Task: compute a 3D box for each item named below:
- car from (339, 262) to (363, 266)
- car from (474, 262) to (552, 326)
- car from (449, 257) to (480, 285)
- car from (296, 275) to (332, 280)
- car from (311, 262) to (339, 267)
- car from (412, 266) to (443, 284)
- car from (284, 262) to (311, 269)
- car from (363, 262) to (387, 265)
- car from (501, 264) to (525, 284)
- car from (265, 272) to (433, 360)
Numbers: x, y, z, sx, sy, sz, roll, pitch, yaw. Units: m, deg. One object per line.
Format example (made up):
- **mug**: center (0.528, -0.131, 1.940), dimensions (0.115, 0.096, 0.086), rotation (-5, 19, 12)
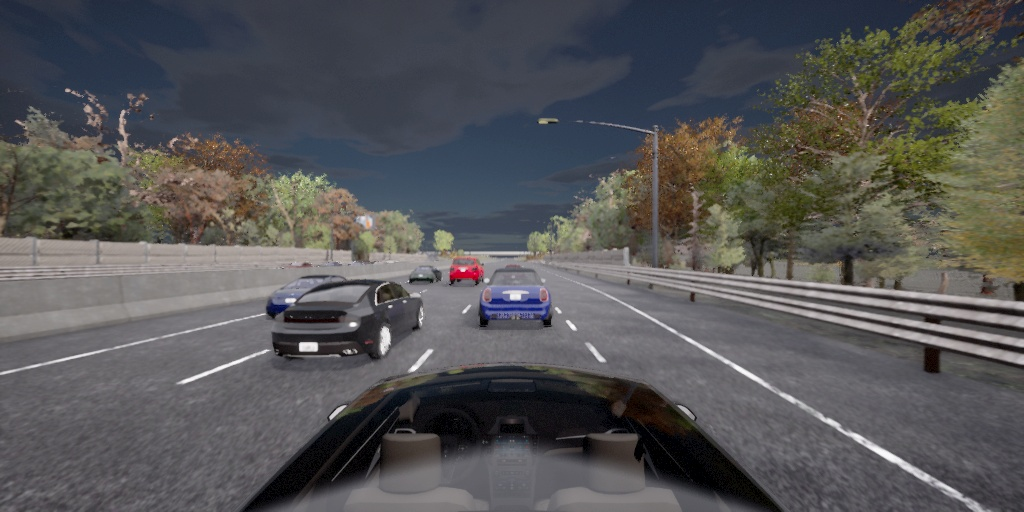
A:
- **car**: center (-21.073, 1.568, 49.083), dimensions (2.033, 1.411, 5.357), rotation (0, 0, 0)
- **car**: center (0.098, 1.155, 11.992), dimensions (2.097, 1.767, 4.553), rotation (0, 0, 0)
- **car**: center (-3.406, 1.111, 27.588), dimensions (2.150, 2.045, 5.566), rotation (0, 0, 0)
- **car**: center (-6.902, 1.373, 13.198), dimensions (1.994, 1.385, 4.181), rotation (0, 0, 0)
- **car**: center (-24.572, 1.568, 48.986), dimensions (2.033, 1.411, 5.357), rotation (0, 0, 0)
- **car**: center (-6.905, 1.463, 29.106), dimensions (1.994, 1.385, 4.181), rotation (0, 0, 0)
- **car**: center (-28.077, 1.536, 47.478), dimensions (1.812, 1.442, 4.674), rotation (0, -1, 0)
- **car**: center (-17.589, 1.538, 47.633), dimensions (1.812, 1.442, 4.674), rotation (0, 0, 0)
- **car**: center (0.093, 1.427, 29.546), dimensions (1.812, 1.442, 4.674), rotation (0, 0, 0)
- **car**: center (-3.402, 1.289, 8.418), dimensions (1.837, 1.490, 4.892), rotation (0, 0, 0)
